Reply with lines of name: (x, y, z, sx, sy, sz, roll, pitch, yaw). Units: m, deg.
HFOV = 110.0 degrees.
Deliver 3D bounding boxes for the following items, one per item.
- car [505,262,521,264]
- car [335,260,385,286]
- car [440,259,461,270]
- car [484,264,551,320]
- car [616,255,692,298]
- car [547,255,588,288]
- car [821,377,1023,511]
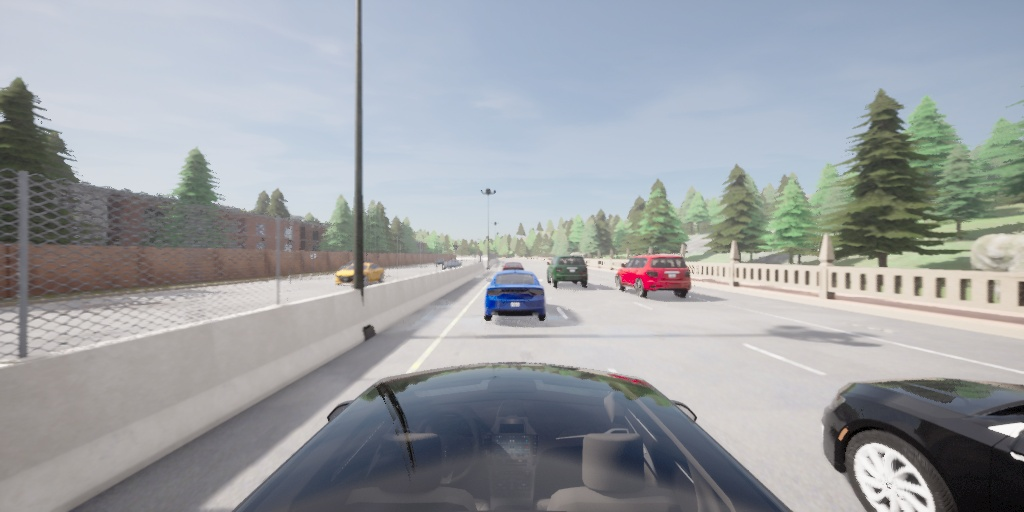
car: (0.109, 1.236, 31.031, 1.882, 1.535, 5.008, 0, 0, 0)
car: (-10.592, 1.234, 25.318, 1.882, 1.535, 5.008, 0, 0, 0)
car: (-7.125, 1.287, 43.899, 1.812, 1.442, 4.674, 0, 0, 0)
car: (0.109, 1.231, 12.668, 1.882, 1.535, 5.008, 0, 0, 0)
car: (7.106, 0.976, 18.578, 2.150, 2.045, 5.566, 0, 0, 0)
car: (3.608, 0.978, 24.028, 2.150, 2.045, 5.566, 0, 0, 0)
car: (3.601, 1.255, 1.087, 1.837, 1.490, 4.892, 0, 0, 0)
